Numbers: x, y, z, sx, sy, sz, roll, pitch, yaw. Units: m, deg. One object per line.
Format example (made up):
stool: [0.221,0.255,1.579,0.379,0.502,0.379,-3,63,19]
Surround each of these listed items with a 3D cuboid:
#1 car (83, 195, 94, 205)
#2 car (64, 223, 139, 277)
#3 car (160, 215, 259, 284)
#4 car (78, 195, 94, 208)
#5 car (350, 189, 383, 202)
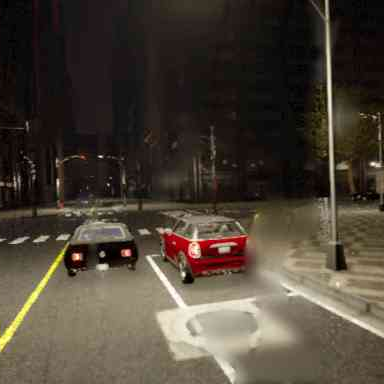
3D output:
car: [-23.185,1.752,74.616,2.150,2.045,5.566,-2,0,-15]
car: [-2.874,1.652,10.688,1.895,1.301,4.718,-2,0,-15]
car: [0.258,1.380,9.621,1.967,1.590,4.097,-2,0,-15]
car: [-19.049,1.653,59.328,2.150,2.045,5.566,-2,0,-15]
car: [21.920,0.382,41.169,4.892,1.490,1.837,-2,1,-15]
